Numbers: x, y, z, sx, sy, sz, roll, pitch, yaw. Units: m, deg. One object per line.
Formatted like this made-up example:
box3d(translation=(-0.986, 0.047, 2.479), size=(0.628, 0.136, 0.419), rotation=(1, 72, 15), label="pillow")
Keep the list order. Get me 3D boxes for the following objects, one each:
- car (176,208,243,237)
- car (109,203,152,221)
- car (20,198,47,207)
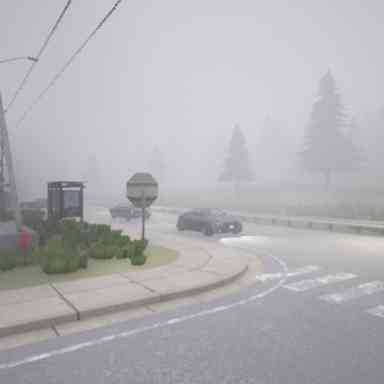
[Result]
box3d(translation=(0.877, 1.559, 18.194), size=(1.994, 1.385, 4.181), rotation=(0, 0, -33), label="car")
box3d(translation=(-5.066, 1.596, 27.037), size=(1.895, 1.301, 4.718), rotation=(0, 0, -34), label="car")
box3d(translation=(-19.072, 1.473, 42.213), size=(5.008, 1.535, 1.882), rotation=(0, 0, -14), label="car")
